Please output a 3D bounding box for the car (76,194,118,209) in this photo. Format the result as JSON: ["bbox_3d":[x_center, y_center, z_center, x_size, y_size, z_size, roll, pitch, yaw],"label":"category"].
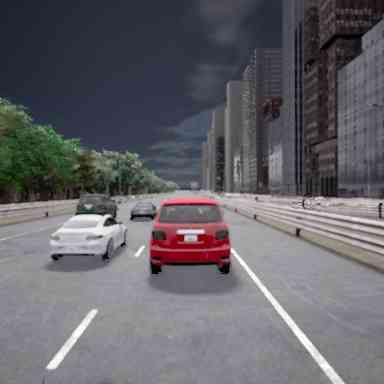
[{"bbox_3d":[-7.394,1.212,26.285,2.150,2.045,5.566,0,0,-1],"label":"car"}]

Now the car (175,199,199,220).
[{"bbox_3d":[-0.442,1.420,28.829,1.882,1.535,5.008,0,0,-1],"label":"car"}]

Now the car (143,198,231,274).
[{"bbox_3d":[-0.081,1.197,10.674,2.150,2.045,5.566,0,0,-1],"label":"car"}]

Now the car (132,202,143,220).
[{"bbox_3d":[-3.921,1.530,27.894,1.994,1.385,4.181,0,0,-1],"label":"car"}]

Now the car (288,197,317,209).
[{"bbox_3d":[14.611,1.424,44.294,2.128,1.511,4.902,-1,0,-19],"label":"car"}]

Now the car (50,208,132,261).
[{"bbox_3d":[-3.595,1.519,12.146,1.812,1.442,4.674,0,0,-1],"label":"car"}]
